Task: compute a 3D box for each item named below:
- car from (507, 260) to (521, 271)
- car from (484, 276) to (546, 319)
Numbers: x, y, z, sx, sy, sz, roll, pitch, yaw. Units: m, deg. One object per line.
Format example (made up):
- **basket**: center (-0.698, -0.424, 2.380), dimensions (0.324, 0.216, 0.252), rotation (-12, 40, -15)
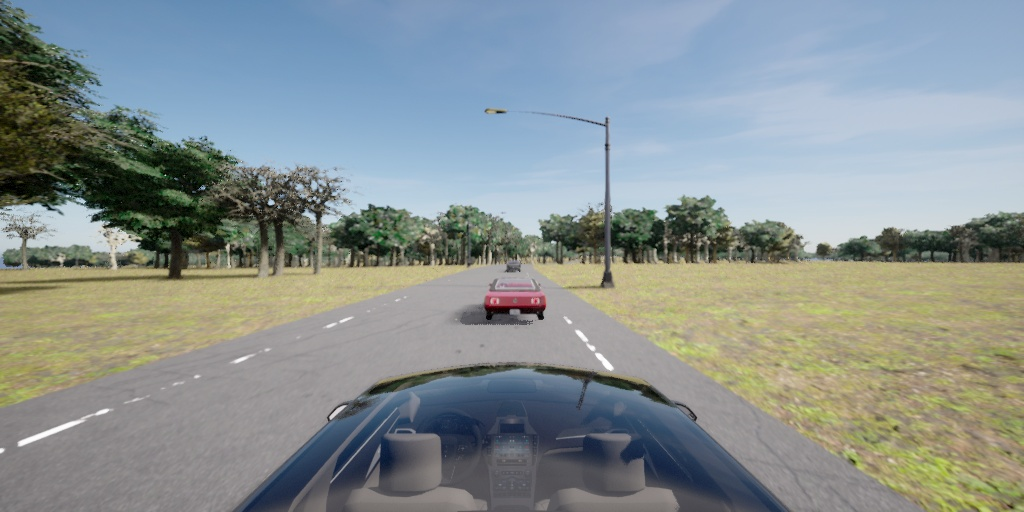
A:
- **car**: center (0.274, 1.321, 50.158), dimensions (2.128, 1.511, 4.902), rotation (0, 0, 1)
- **car**: center (0.100, 1.371, 12.847), dimensions (1.895, 1.301, 4.718), rotation (0, 0, 0)
